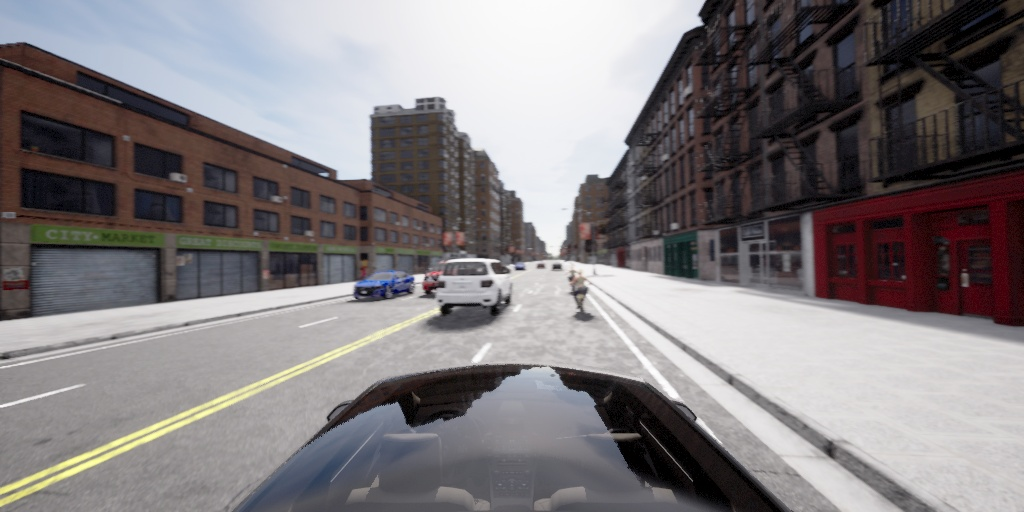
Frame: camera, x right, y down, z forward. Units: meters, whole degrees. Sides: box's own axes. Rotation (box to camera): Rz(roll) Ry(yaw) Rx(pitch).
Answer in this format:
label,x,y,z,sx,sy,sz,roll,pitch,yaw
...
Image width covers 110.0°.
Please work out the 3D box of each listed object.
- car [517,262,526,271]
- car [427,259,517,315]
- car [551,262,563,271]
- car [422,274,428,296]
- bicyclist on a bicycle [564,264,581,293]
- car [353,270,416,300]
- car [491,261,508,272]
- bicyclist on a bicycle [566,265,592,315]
label,x,y,z,sx,sy,sz,roll,pitch,yaw
car,1.471,1.879,64.656,1.882,1.535,5.008,-1,-1,8
car,-1.333,1.150,14.701,2.150,2.045,5.566,-1,-1,7
car,7.849,1.738,62.376,1.837,1.490,4.892,-1,0,7
car,-3.809,1.298,22.760,2.150,2.045,5.566,-1,-1,7
bicyclist on a bicycle,3.582,1.326,21.194,0.866,1.612,1.509,-1,-1,7
car,-7.304,1.613,20.921,1.882,1.535,5.008,-1,-1,7
car,-2.164,1.808,61.956,2.097,1.767,4.553,-1,-1,8
bicyclist on a bicycle,2.498,1.259,12.992,0.866,1.612,1.509,-1,-1,7
